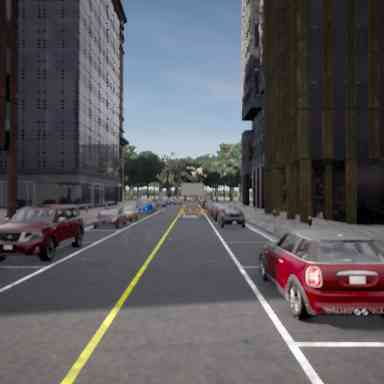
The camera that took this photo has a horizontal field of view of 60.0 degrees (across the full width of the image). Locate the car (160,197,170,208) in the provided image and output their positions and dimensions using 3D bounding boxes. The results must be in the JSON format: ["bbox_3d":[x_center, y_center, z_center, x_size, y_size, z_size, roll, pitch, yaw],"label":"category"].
[{"bbox_3d":[-5.741,2.161,61.864,1.947,1.339,4.313,0,-1,0],"label":"car"}]

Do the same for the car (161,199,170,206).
[{"bbox_3d":[-5.738,2.228,72.570,1.752,1.417,4.829,0,-1,0],"label":"car"}]

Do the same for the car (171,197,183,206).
[{"bbox_3d":[-2.975,2.189,71.207,1.837,1.490,4.892,0,-1,0],"label":"car"}]

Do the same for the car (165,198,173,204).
[{"bbox_3d":[-5.734,2.338,83.444,1.752,1.417,4.829,0,-1,0],"label":"car"}]

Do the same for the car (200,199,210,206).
[{"bbox_3d":[2.788,2.249,72.736,1.887,1.381,4.507,0,-1,0],"label":"car"}]

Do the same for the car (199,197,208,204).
[{"bbox_3d":[2.791,2.129,83.613,2.192,1.841,5.009,0,-1,0],"label":"car"}]

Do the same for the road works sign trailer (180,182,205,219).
[{"bbox_3d":[0.012,0.782,33.391,2.380,3.560,2.880,0,-1,0],"label":"road works sign trailer"}]

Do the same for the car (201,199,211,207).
[{"bbox_3d":[2.786,2.177,67.469,1.752,1.417,4.829,0,-1,0],"label":"car"}]

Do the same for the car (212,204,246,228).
[{"bbox_3d":[2.771,1.777,23.800,2.008,1.369,4.403,0,-1,0],"label":"car"}]

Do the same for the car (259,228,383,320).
[{"bbox_3d":[2.765,1.512,7.489,1.967,1.590,4.097,0,-1,0],"label":"car"}]

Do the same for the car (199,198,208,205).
[{"bbox_3d":[2.789,2.199,78.174,1.967,1.590,4.097,0,-1,0],"label":"car"}]

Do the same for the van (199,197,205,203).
[{"bbox_3d":[2.795,2.267,94.487,1.690,1.788,3.998,0,-1,0],"label":"van"}]

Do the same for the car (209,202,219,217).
[{"bbox_3d":[2.773,1.823,29.238,1.887,1.381,4.507,0,-1,0],"label":"car"}]

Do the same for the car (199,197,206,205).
[{"bbox_3d":[2.782,1.857,56.426,2.192,1.841,5.009,0,-1,0],"label":"car"}]

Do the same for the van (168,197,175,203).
[{"bbox_3d":[-5.730,2.267,94.491,1.690,1.788,3.998,0,-1,0],"label":"van"}]

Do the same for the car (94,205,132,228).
[{"bbox_3d":[-5.754,1.808,23.803,1.802,1.307,4.206,0,-1,0],"label":"car"}]

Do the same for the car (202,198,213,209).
[{"bbox_3d":[2.780,2.015,51.157,1.752,1.417,4.829,0,-1,0],"label":"car"}]

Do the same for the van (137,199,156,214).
[{"bbox_3d":[-5.749,1.724,40.117,1.690,1.788,3.998,0,-1,0],"label":"van"}]

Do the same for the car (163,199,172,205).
[{"bbox_3d":[-5.736,2.325,78.176,1.947,1.339,4.313,0,-1,0],"label":"car"}]

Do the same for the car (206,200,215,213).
[{"bbox_3d":[2.775,1.875,34.675,1.887,1.381,4.507,0,-1,0],"label":"car"}]

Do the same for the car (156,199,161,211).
[{"bbox_3d":[-5.747,1.986,45.553,2.008,1.369,4.403,0,-1,0],"label":"car"}]

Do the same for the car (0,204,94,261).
[{"bbox_3d":[-5.759,1.438,12.931,2.192,1.841,5.009,0,-1,0],"label":"car"}]

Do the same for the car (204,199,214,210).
[{"bbox_3d":[2.776,1.910,40.282,1.752,1.417,4.829,0,-1,0],"label":"car"}]

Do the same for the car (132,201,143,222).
[{"bbox_3d":[-5.753,1.802,29.071,1.752,1.417,4.829,0,-1,0],"label":"car"}]

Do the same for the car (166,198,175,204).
[{"bbox_3d":[-5.732,2.310,89.052,1.967,1.590,4.097,0,-1,0],"label":"car"}]

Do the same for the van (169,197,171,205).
[{"bbox_3d":[-5.740,1.991,67.304,1.690,1.788,3.998,0,-1,0],"label":"van"}]
